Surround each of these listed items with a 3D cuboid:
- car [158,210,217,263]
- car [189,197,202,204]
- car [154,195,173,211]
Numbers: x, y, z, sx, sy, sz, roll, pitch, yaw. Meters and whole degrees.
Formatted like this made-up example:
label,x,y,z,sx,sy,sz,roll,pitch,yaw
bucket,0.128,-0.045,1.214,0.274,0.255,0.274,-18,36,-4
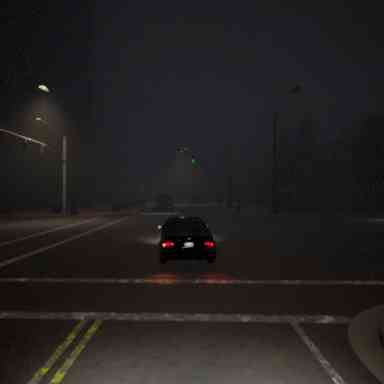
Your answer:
label,x,y,z,sx,sy,sz,roll,pitch,yaw
car,-0.281,1.605,12.298,2.033,1.411,5.357,0,0,-4
car,0.729,1.776,67.789,1.812,1.442,4.674,0,0,12
car,-3.600,1.380,42.819,2.150,2.045,5.566,0,0,0
